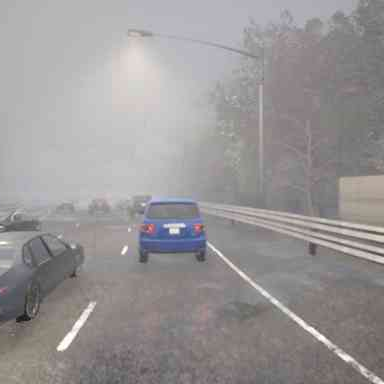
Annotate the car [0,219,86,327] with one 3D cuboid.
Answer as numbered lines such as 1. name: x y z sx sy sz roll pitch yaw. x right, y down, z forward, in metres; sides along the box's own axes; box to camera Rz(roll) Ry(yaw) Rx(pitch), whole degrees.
1. car: -3.799 1.571 7.145 2.033 1.411 5.357 0 0 -4

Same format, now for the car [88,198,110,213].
1. car: -10.750 1.444 38.166 2.097 1.767 4.553 0 0 -21

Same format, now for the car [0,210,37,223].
1. car: -8.236 1.541 14.782 2.128 1.511 4.902 0 0 -8

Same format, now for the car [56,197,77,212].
1. car: -15.392 1.637 40.383 1.812 1.442 4.674 0 0 -23

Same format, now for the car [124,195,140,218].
1. car: -4.876 1.283 31.437 2.150 2.045 5.566 0 0 -16

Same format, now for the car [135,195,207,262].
1. car: -0.835 1.242 12.415 2.150 2.045 5.566 0 0 -7

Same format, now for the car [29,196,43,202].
1. car: -40.203 1.814 85.754 4.181 1.385 1.994 0 0 39

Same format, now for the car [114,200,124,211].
1. car: -8.518 1.653 41.976 1.994 1.385 4.181 0 0 -22
